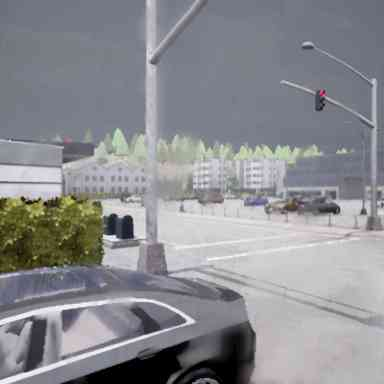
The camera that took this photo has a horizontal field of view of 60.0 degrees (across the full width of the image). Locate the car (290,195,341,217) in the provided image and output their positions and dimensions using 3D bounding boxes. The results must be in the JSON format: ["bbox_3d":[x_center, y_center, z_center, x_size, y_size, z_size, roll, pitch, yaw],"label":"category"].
[{"bbox_3d":[11.096,1.287,29.172,4.514,1.523,2.007,0,0,-35],"label":"car"}]

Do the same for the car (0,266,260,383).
[{"bbox_3d":[-1.599,1.506,2.727,4.902,1.511,2.128,0,0,-35],"label":"car"}]

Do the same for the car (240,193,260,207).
[{"bbox_3d":[8.795,1.252,45.824,3.633,1.501,1.845,0,0,-35],"label":"car"}]

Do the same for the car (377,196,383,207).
[{"bbox_3d":[24.667,1.294,42.258,3.806,1.475,1.970,0,0,-35],"label":"car"}]

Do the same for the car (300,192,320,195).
[{"bbox_3d":[21.958,0.992,59.382,4.605,1.855,1.932,0,0,-35],"label":"car"}]

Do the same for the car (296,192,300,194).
[{"bbox_3d":[19.960,0.972,61.532,3.866,1.878,1.905,0,0,-35],"label":"car"}]

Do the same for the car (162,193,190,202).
[{"bbox_3d":[-3.409,1.028,64.682,4.605,1.855,1.932,0,0,-35],"label":"car"}]

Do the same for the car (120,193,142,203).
[{"bbox_3d":[-10.347,1.308,59.808,3.806,1.475,1.970,0,0,-35],"label":"car"}]

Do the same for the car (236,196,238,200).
[{"bbox_3d":[12.653,1.049,72.034,5.027,1.636,2.152,0,0,-35],"label":"car"}]

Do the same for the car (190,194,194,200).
[{"bbox_3d":[0.844,1.208,76.097,4.514,1.523,2.007,0,0,-35],"label":"car"}]

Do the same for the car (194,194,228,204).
[{"bbox_3d":[3.122,1.230,54.051,4.514,1.523,2.007,0,0,-35],"label":"car"}]

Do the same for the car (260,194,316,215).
[{"bbox_3d":[9.262,1.278,31.717,5.027,1.636,2.152,0,0,-35],"label":"car"}]

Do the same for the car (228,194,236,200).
[{"bbox_3d":[8.722,1.128,77.117,3.806,1.475,1.970,0,0,-35],"label":"car"}]
